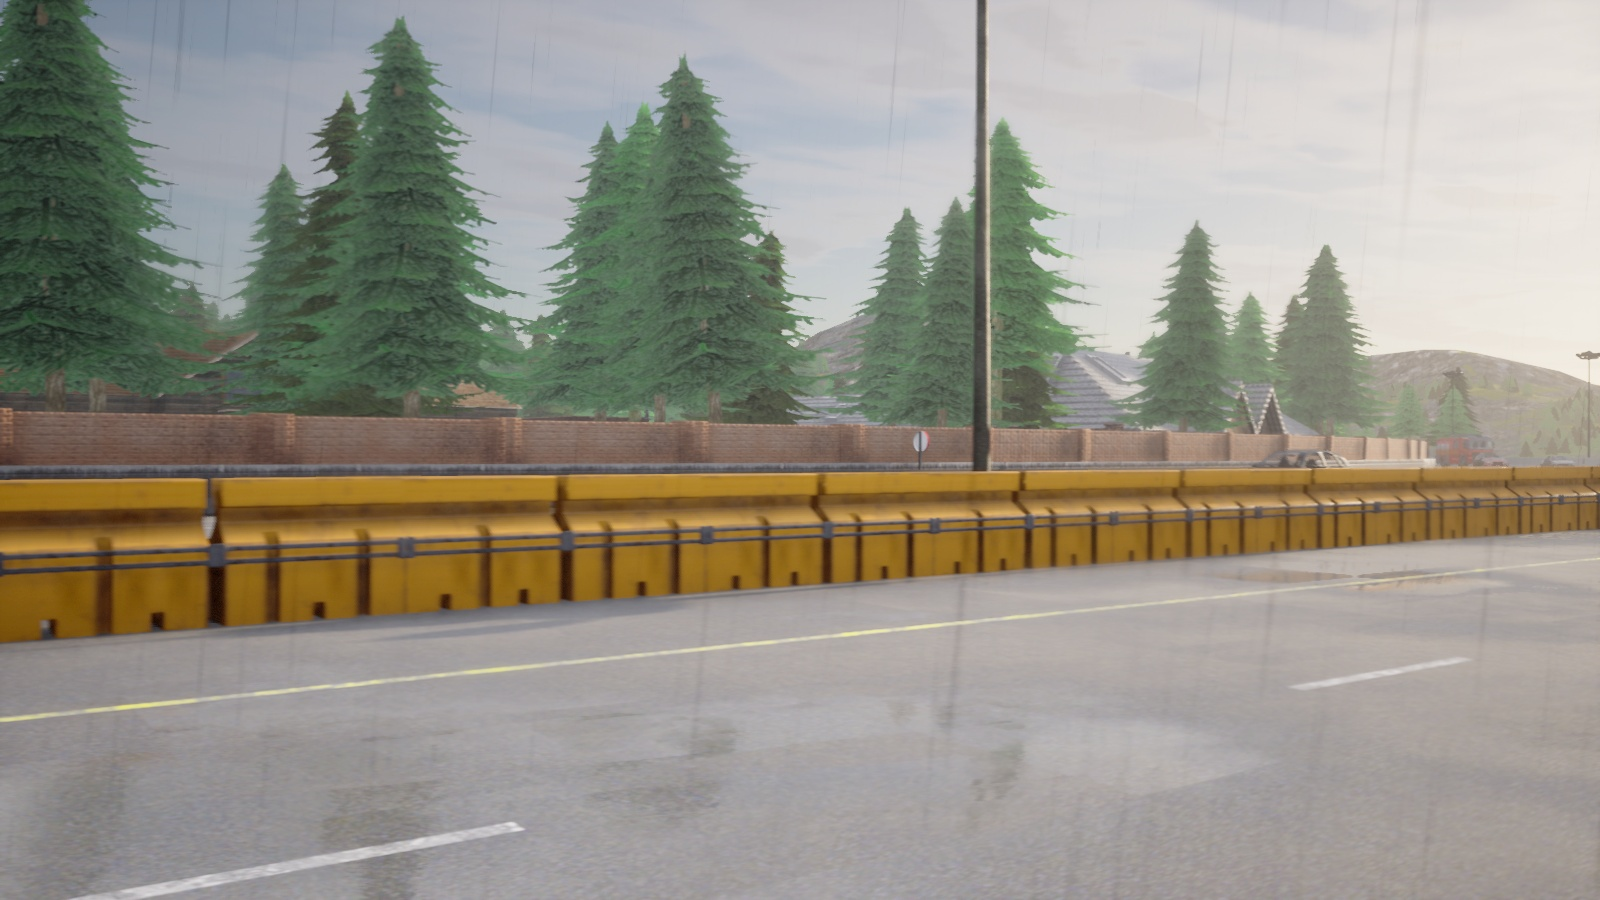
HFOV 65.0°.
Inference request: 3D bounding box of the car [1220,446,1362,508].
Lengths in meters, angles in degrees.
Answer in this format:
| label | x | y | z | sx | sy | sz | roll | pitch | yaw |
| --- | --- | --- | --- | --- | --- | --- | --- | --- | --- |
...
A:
| label | x | y | z | sx | sy | sz | roll | pitch | yaw |
| --- | --- | --- | --- | --- | --- | --- | --- | --- | --- |
| car | 13.550 | 0.699 | 34.602 | 3.988 | 1.617 | 1.851 | 0 | 0 | -38 |
